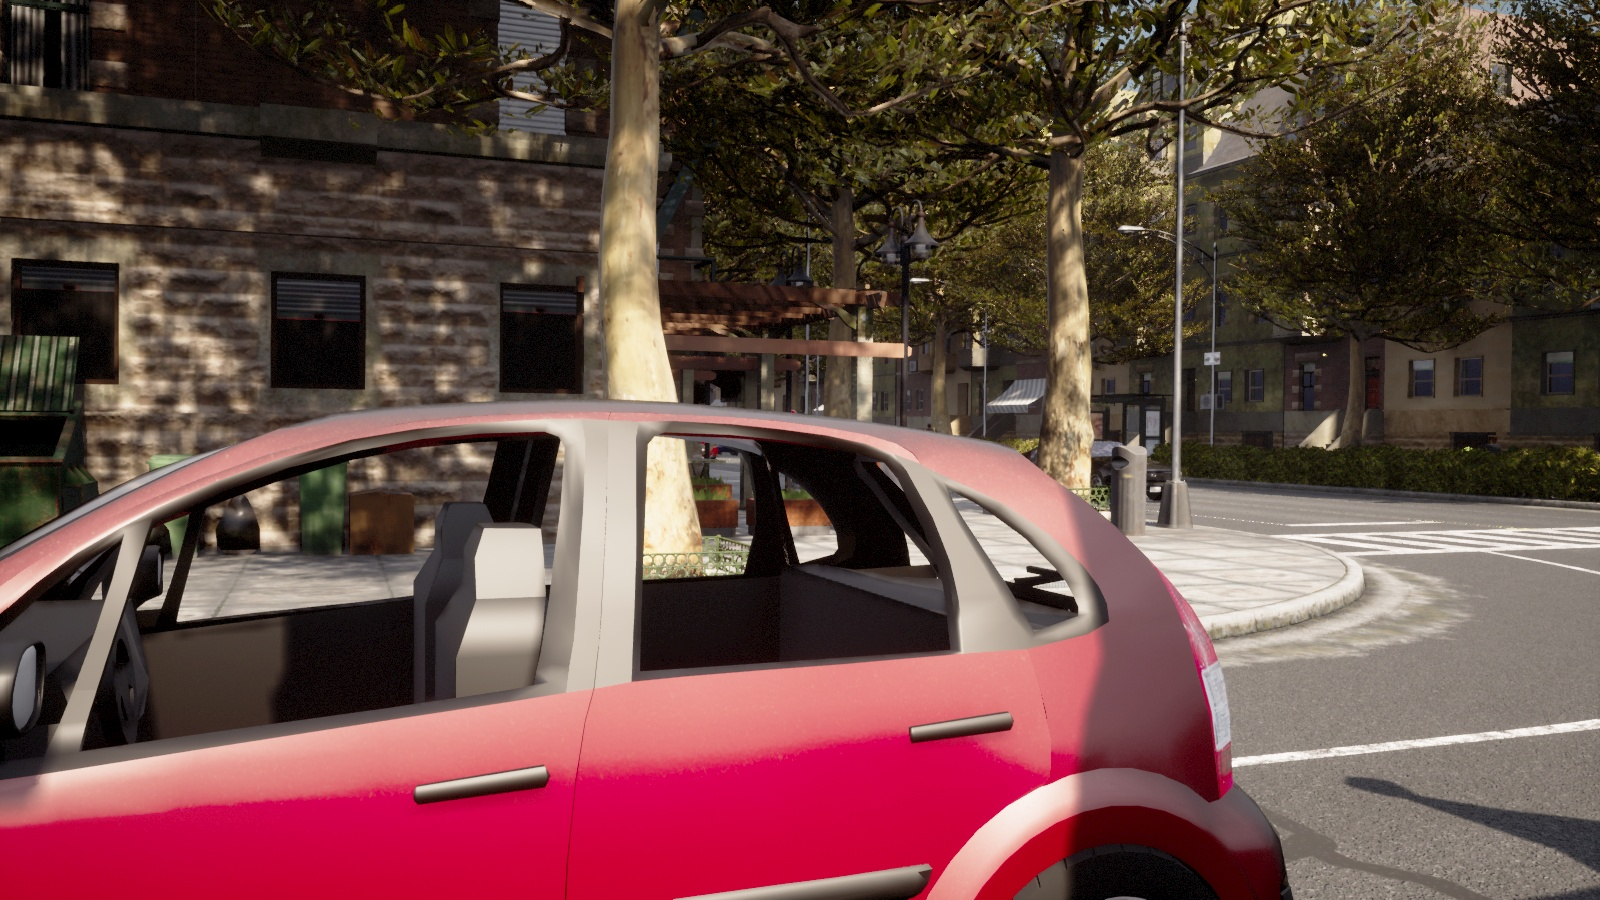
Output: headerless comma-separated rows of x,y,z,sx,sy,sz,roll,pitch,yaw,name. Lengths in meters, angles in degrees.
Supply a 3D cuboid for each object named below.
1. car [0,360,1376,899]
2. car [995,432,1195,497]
-0.947,0.660,2.878,3.988,1.617,1.851,-1,1,-21,car
6.935,0.279,30.226,2.033,1.411,5.357,-1,1,-21,car
